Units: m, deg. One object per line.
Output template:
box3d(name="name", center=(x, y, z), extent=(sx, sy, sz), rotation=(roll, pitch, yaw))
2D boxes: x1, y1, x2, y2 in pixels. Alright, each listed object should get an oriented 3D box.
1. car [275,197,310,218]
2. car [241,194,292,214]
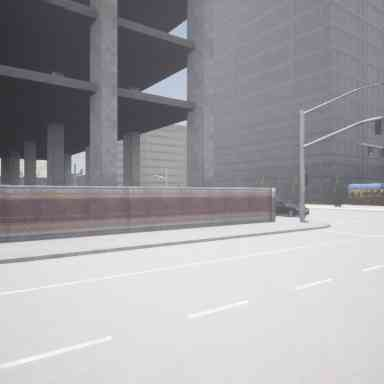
box3d(name="car", center=(8.589, 1.503, 30.884), extent=(1.837, 1.490, 4.892), rotation=(0, 0, -35))
box3d(name="car", center=(8.263, 1.221, 37.344), extent=(2.150, 2.045, 5.566), rotation=(0, 0, -36))
